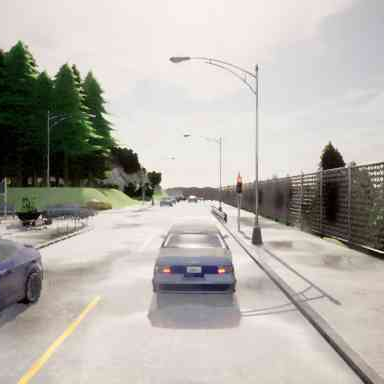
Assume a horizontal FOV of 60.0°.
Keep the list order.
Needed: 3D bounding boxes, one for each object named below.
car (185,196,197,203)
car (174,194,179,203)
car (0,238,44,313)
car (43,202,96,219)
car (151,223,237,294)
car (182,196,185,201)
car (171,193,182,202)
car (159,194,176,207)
[{"bbox_3d":[0.146,1.541,71.920,2.033,1.411,5.357,0,0,0],"label":"car"},{"bbox_3d":[-3.949,1.526,62.383,1.812,1.442,4.674,0,0,1],"label":"car"},{"bbox_3d":[-4.076,1.526,5.403,1.812,1.442,4.674,0,0,0],"label":"car"},{"bbox_3d":[-10.257,1.564,28.098,4.181,1.385,1.994,0,0,-5],"label":"car"},{"bbox_3d":[0.063,1.547,8.936,2.033,1.411,5.357,0,0,1],"label":"car"},{"bbox_3d":[-3.646,1.540,86.777,5.357,1.411,2.033,0,0,40],"label":"car"},{"bbox_3d":[-3.868,1.225,72.788,2.150,2.045,5.566,0,0,0],"label":"car"},{"bbox_3d":[-3.997,1.505,52.486,1.837,1.490,4.892,0,0,0],"label":"car"}]
